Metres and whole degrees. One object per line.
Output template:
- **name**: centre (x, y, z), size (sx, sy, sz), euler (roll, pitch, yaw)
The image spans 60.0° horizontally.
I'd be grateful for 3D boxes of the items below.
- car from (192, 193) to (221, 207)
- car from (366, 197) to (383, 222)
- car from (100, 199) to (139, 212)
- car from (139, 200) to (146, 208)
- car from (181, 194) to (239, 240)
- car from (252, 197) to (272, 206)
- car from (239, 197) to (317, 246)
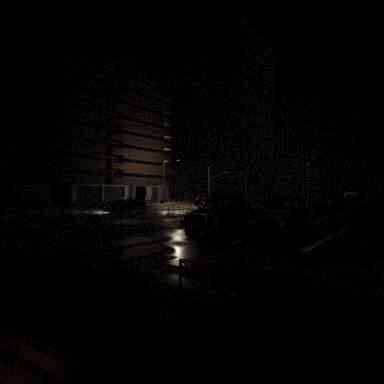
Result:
- **car**: centre (2.480, 1.281, 55.341), size (2.150, 2.045, 5.566), euler (0, 0, 34)
- **car**: centre (15.862, 1.395, 27.342), size (1.970, 1.475, 3.806), euler (0, 0, 34)
- **car**: centre (-8.683, 1.564, 38.873), size (1.994, 1.385, 4.181), euler (0, 0, 34)
- **car**: centre (-8.476, 1.601, 45.454), size (1.895, 1.301, 4.718), euler (0, 0, 34)
- **car**: centre (1.471, 1.153, 16.052), size (1.932, 1.855, 4.605), euler (0, 0, 34)
- **car**: centre (12.011, 1.526, 56.805), size (1.812, 1.442, 4.674), euler (0, 0, 34)
- **car**: centre (3.839, 1.156, 14.386), size (1.905, 1.878, 3.866), euler (0, 0, 34)
